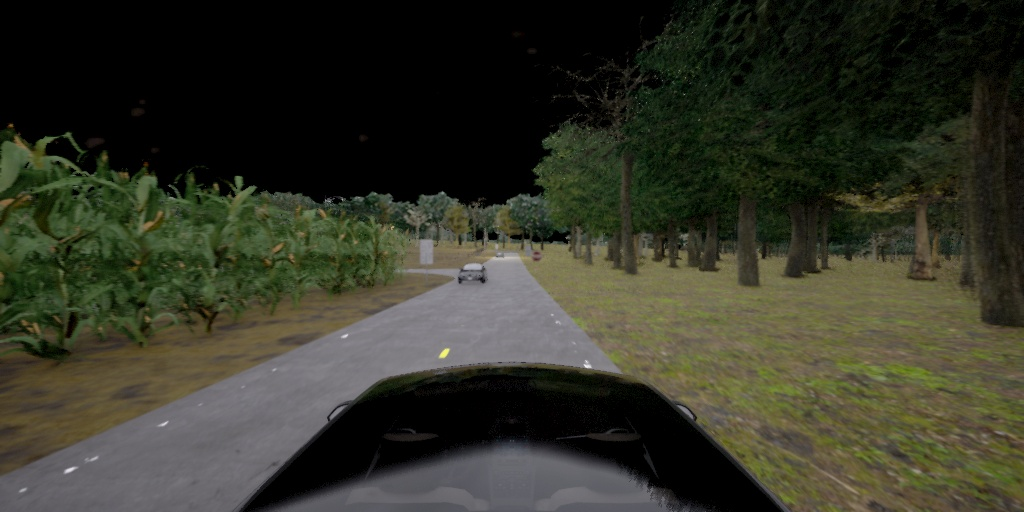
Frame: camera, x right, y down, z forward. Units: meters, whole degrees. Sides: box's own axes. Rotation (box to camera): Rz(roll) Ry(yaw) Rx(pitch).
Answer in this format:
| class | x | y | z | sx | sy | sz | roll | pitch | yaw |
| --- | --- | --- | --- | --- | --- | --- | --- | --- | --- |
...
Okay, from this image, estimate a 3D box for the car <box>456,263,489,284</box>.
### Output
| class | x | y | z | sx | sy | sz | roll | pitch | yaw |
| --- | --- | --- | --- | --- | --- | --- | --- | --- | --- |
| car | -2.785 | 1.228 | 26.278 | 1.812 | 1.442 | 4.674 | 0 | 0 | 1 |
